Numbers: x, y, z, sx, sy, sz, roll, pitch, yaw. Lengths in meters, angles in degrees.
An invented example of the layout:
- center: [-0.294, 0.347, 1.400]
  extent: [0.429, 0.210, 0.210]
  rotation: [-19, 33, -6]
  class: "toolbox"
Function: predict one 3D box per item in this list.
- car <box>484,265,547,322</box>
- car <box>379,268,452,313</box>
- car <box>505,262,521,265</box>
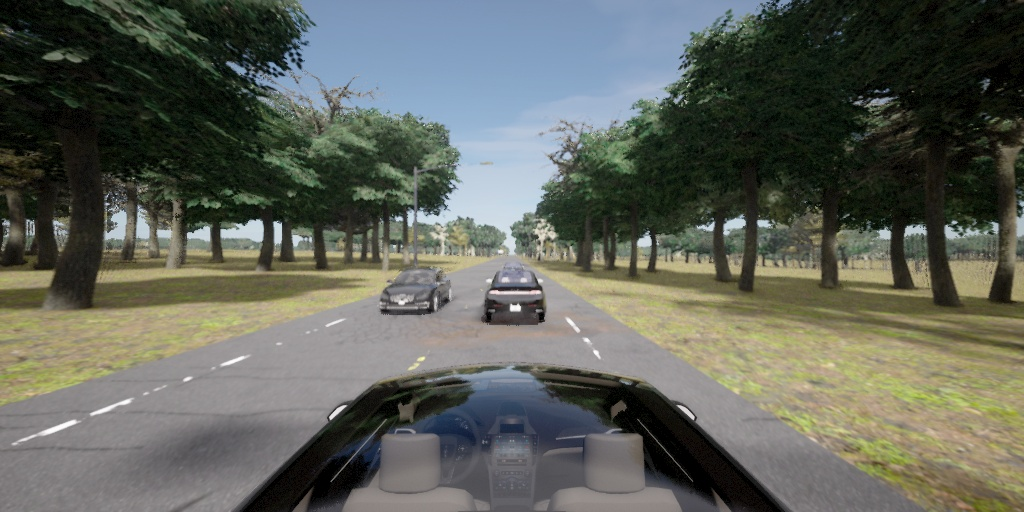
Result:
- center: [0.093, 1.217, 12.250]
  extent: [2.128, 1.511, 4.902]
  rotation: [0, 0, 0]
  class: "car"
- center: [-3.506, 1.226, 13.813]
  extent: [1.837, 1.490, 4.892]
  rotation: [0, 0, 0]
  class: "car"
- center: [0.090, 1.207, 32.508]
  extent: [2.033, 1.411, 5.357]
  rotation: [0, 0, 0]
  class: "car"
